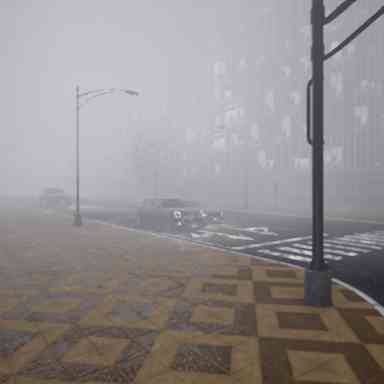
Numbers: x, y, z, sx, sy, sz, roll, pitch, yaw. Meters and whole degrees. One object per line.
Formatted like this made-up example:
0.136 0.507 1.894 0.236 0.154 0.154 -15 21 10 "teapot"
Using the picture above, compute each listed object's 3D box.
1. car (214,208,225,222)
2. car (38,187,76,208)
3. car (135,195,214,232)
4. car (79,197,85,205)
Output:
-0.234 1.217 22.210 2.033 1.411 5.357 0 1 -38 "car"
-14.548 0.550 35.110 2.150 2.045 5.566 0 1 -38 "car"
-1.255 1.074 18.262 2.097 1.767 4.553 0 1 -38 "car"
-14.756 0.841 40.660 1.895 1.301 4.718 0 1 -38 "car"
